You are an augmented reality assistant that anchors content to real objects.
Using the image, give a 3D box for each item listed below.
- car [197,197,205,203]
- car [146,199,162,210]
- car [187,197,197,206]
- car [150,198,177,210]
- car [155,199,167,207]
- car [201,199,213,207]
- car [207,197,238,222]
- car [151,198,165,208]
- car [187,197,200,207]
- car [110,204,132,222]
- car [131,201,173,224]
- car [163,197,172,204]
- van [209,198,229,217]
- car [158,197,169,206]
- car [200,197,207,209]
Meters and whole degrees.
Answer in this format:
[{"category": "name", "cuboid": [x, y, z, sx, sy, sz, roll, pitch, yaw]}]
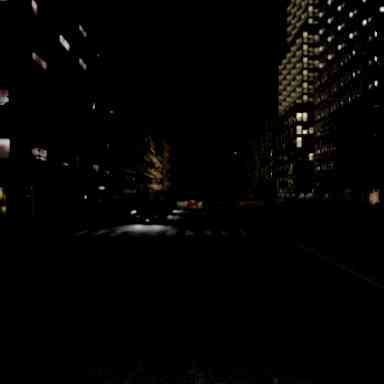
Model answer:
[{"category": "car", "cuboid": [2.362, 2.066, 86.344, 1.837, 1.490, 4.892, 0, 0, 0]}, {"category": "car", "cuboid": [-5.690, 1.845, 50.187, 1.887, 1.381, 4.507, 0, 0, 0]}, {"category": "car", "cuboid": [0.004, 1.902, 67.765, 1.882, 1.535, 5.008, 0, 0, 0]}, {"category": "car", "cuboid": [-3.092, 1.762, 37.262, 2.033, 1.411, 5.357, 0, 0, 0]}, {"category": "car", "cuboid": [-5.690, 1.959, 61.242, 1.802, 1.307, 4.206, 0, 0, 0]}, {"category": "car", "cuboid": [2.690, 1.924, 61.241, 1.887, 1.381, 4.507, 0, 0, 0]}, {"category": "car", "cuboid": [2.688, 1.474, 28.083, 2.192, 1.841, 5.009, 0, 0, 0]}, {"category": "car", "cuboid": [-5.691, 1.778, 55.716, 1.967, 1.590, 4.097, 0, 0, 0]}, {"category": "car", "cuboid": [0.093, 1.955, 57.764, 1.895, 1.301, 4.718, 0, 0, 0]}, {"category": "car", "cuboid": [-5.691, 1.707, 28.082, 2.008, 1.369, 4.403, 0, 0, 0]}, {"category": "car", "cuboid": [-3.072, 1.697, 26.890, 2.033, 1.411, 5.357, 0, 0, 4]}, {"category": "car", "cuboid": [-5.688, 2.019, 77.651, 1.752, 1.417, 4.829, 0, 0, 0]}, {"category": "van", "cuboid": [2.688, 1.534, 33.609, 1.690, 1.788, 3.998, 0, 0, 0]}, {"category": "car", "cuboid": [-5.690, 1.855, 66.769, 1.967, 1.590, 4.097, 0, 0, 0]}, {"category": "car", "cuboid": [2.689, 1.617, 50.188, 2.192, 1.841, 5.009, 0, 0, 0]}]
